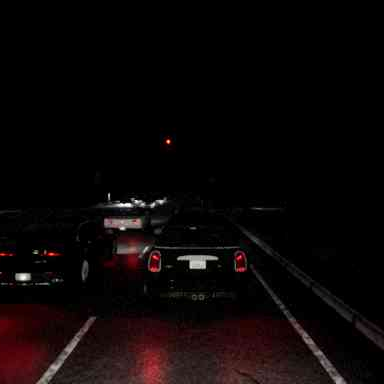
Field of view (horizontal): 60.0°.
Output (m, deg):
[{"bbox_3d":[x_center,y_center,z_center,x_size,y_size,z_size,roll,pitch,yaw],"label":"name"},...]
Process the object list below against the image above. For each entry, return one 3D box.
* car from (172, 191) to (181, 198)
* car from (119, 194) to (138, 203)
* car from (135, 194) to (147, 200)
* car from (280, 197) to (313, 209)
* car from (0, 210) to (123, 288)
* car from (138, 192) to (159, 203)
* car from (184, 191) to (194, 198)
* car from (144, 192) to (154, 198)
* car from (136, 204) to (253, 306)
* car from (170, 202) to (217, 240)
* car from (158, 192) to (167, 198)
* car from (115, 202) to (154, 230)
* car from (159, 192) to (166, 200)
[{"bbox_3d":[-4.014,0.679,85.660,1.837,1.490,4.892,0,1,-4],"label":"car"},{"bbox_3d":[-10.602,1.055,54.505,2.128,1.511,4.902,0,1,0],"label":"car"},{"bbox_3d":[-10.553,1.006,69.437,1.895,1.301,4.718,0,1,-1],"label":"car"},{"bbox_3d":[12.896,1.300,39.246,4.718,1.301,1.895,0,1,-3],"label":"car"},{"bbox_3d":[-3.400,1.466,9.138,1.837,1.490,4.892,0,0,0],"label":"car"},{"bbox_3d":[-7.098,1.039,54.797,1.882,1.535,5.008,0,0,0],"label":"car"},{"bbox_3d":[-0.539,0.694,86.156,1.812,1.442,4.674,0,1,-4],"label":"car"},{"bbox_3d":[-10.962,0.726,84.583,2.128,1.511,4.902,0,1,-3],"label":"car"},{"bbox_3d":[0.101,1.322,8.151,2.097,1.767,4.553,0,0,0],"label":"car"},{"bbox_3d":[0.089,1.385,17.348,2.128,1.511,4.902,0,1,1],"label":"car"},{"bbox_3d":[-7.487,0.732,85.105,2.033,1.411,5.357,0,1,-3],"label":"car"},{"bbox_3d":[-3.405,1.484,18.530,1.895,1.301,4.718,0,1,0],"label":"car"},{"bbox_3d":[-7.058,1.000,69.937,1.895,1.301,4.718,0,1,-1],"label":"car"}]
